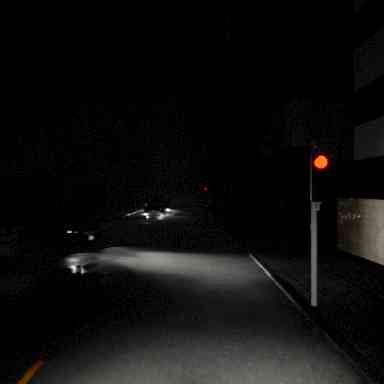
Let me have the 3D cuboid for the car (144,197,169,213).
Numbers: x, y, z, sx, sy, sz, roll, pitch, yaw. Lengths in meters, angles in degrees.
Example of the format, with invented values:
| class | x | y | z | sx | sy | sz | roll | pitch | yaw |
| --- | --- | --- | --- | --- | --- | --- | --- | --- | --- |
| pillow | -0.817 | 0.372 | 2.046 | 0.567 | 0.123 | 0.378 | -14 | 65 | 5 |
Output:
| class | x | y | z | sx | sy | sz | roll | pitch | yaw |
| --- | --- | --- | --- | --- | --- | --- | --- | --- | --- |
| car | -4.117 | 1.352 | 37.612 | 2.097 | 1.767 | 4.553 | 0 | 0 | 0 |

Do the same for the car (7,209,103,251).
| class | x | y | z | sx | sy | sz | roll | pitch | yaw |
| --- | --- | --- | --- | --- | --- | --- | --- | --- | --- |
| car | -5.872 | 1.492 | 14.085 | 4.902 | 1.511 | 2.128 | 0 | -1 | 34 |

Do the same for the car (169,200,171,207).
| class | x | y | z | sx | sy | sz | roll | pitch | yaw |
| --- | --- | --- | --- | --- | --- | --- | --- | --- | --- |
| car | -4.103 | 1.601 | 47.674 | 1.895 | 1.301 | 4.718 | 0 | 0 | 0 |
